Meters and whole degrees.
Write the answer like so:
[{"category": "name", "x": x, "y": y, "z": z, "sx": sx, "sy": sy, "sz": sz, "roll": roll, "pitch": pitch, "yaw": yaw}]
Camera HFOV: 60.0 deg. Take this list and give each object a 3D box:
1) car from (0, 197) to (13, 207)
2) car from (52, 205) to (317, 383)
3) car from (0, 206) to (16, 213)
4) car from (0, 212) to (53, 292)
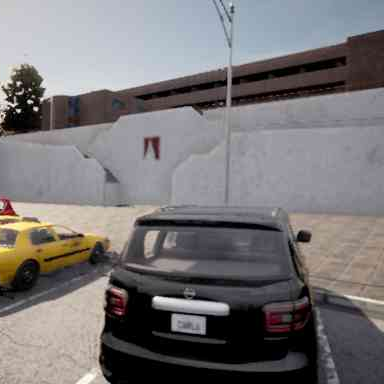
[{"category": "car", "x": -9.083, "y": 1.186, "z": 12.256, "sx": 2.435, "sy": 2.045, "sz": 5.566, "roll": 1, "pitch": -1, "yaw": 15}, {"category": "car", "x": 0.688, "y": 1.223, "z": 5.342, "sx": 2.435, "sy": 2.045, "sz": 5.566, "roll": 0, "pitch": -1, "yaw": 16}, {"category": "car", "x": -6.688, "y": 1.437, "z": 10.359, "sx": 1.946, "sy": 1.575, "sz": 5.366, "roll": 1, "pitch": -1, "yaw": 16}, {"category": "car", "x": -4.153, "y": 1.451, "z": 8.976, "sx": 1.946, "sy": 1.575, "sz": 5.366, "roll": 0, "pitch": -1, "yaw": 16}]
